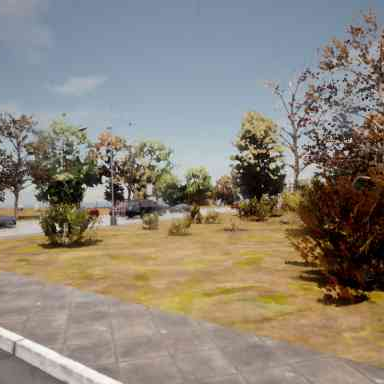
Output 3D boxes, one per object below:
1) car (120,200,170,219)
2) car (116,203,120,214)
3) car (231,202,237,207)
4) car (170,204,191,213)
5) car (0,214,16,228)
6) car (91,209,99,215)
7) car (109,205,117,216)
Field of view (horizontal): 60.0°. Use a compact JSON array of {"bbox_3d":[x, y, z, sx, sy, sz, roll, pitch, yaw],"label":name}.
[{"bbox_3d":[-5.387,1.986,38.962,2.150,2.045,5.566,-3,-2,32],"label":"car"},{"bbox_3d":[-7.114,2.474,43.101,1.812,1.442,4.674,-3,-2,32],"label":"car"},{"bbox_3d":[8.999,2.449,61.802,1.882,1.535,5.008,-3,-3,33],"label":"car"},{"bbox_3d":[-1.754,2.578,51.596,1.994,1.385,4.181,-3,-2,33],"label":"car"},{"bbox_3d":[-16.988,2.453,27.684,1.994,1.385,4.181,-3,-2,34],"label":"car"},{"bbox_3d":[-12.117,2.385,35.172,1.882,1.535,5.008,-3,-2,33],"label":"car"},{"bbox_3d":[-9.100,2.342,46.542,2.150,2.045,5.566,-3,-2,32],"label":"car"}]
